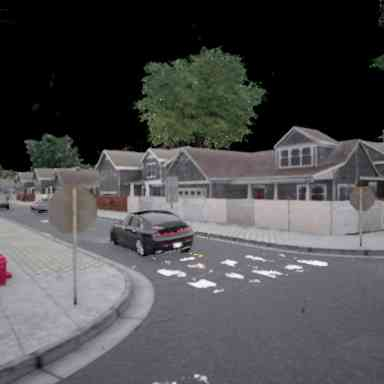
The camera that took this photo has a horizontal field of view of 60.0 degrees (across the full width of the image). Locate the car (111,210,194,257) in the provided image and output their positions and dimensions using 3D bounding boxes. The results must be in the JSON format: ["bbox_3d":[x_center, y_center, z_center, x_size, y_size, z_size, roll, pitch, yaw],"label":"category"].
[{"bbox_3d":[-1.715,1.471,12.863,1.837,1.490,4.892,-8,4,-31],"label":"car"}]

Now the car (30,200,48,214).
[{"bbox_3d":[-15.713,1.536,35.170,1.994,1.385,4.181,-1,0,-37],"label":"car"}]

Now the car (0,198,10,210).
[{"bbox_3d":[-24.742,1.476,42.653,1.882,1.535,5.008,-1,0,-37],"label":"car"}]
